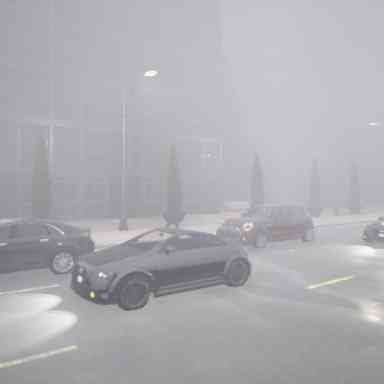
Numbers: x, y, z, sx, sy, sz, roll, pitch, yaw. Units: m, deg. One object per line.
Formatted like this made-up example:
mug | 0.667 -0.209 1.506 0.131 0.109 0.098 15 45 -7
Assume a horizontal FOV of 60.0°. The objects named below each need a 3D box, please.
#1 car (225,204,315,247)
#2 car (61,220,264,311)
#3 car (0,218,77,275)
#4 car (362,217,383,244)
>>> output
car | 3.284 1.352 14.616 4.553 1.767 2.097 0 0 -34
car | -0.592 1.564 7.787 4.181 1.385 1.994 0 0 -34
car | -5.137 1.503 8.963 4.892 1.490 1.837 -1 0 -34
car | 9.263 1.564 14.426 4.181 1.385 1.994 0 0 -34
